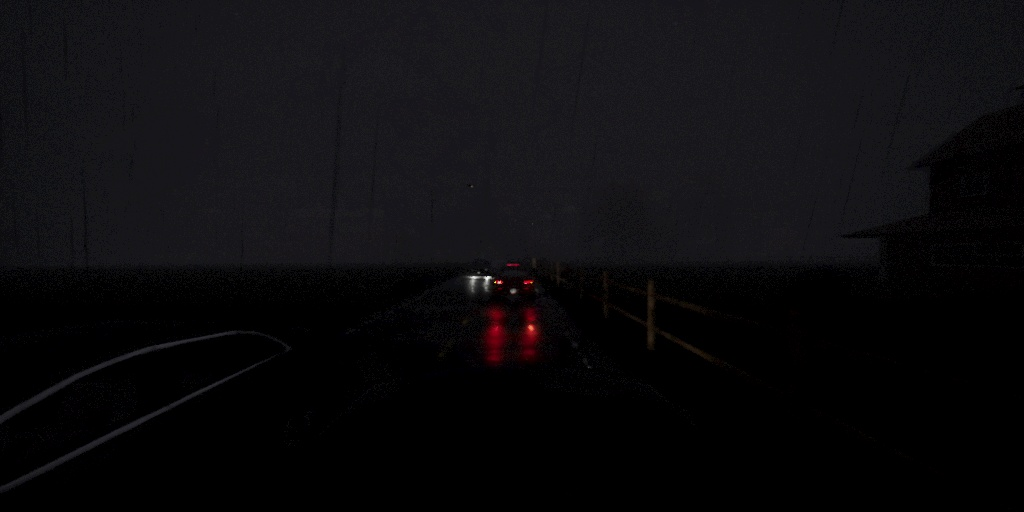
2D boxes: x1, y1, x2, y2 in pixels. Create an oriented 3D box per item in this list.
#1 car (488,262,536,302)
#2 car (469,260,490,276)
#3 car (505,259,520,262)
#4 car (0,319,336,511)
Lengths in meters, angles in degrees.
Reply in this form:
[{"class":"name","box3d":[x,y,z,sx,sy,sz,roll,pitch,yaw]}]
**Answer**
[{"class":"car","box3d":[0.072,1.161,16.214,1.812,1.442,4.674,0,0,0]},{"class":"car","box3d":[-2.842,1.058,33.397,2.033,1.411,5.357,0,0,0]},{"class":"car","box3d":[0.095,0.989,35.533,2.128,1.511,4.902,0,0,0]},{"class":"car","box3d":[-2.842,1.239,1.955,2.128,1.511,4.902,0,1,0]}]
